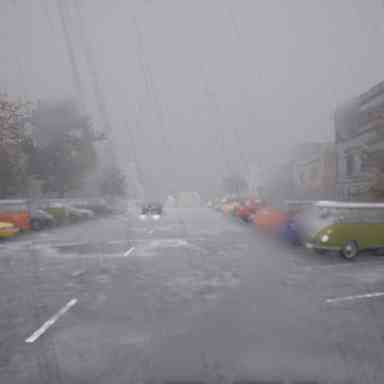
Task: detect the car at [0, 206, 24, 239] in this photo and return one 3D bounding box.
[{"bbox_3d":[-11.239,1.646,15.783,5.366,1.575,1.946,-1,-1,-20],"label":"car"}]

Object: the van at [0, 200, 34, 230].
[{"bbox_3d":[-11.526,1.460,18.622,4.442,1.987,1.878,-1,0,-20],"label":"van"}]

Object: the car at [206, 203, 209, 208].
[{"bbox_3d":[6.414,2.715,71.455,5.366,1.575,1.946,2,-3,-20],"label":"car"}]

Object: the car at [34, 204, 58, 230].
[{"bbox_3d":[-11.414,1.759,21.602,4.674,1.452,2.002,-1,0,-20],"label":"car"}]

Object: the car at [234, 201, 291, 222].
[{"bbox_3d":[6.423,1.704,30.360,4.553,1.767,2.185,1,-1,-20],"label":"car"}]

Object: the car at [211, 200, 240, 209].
[{"bbox_3d":[6.299,2.355,62.622,4.892,1.521,2.231,2,-3,-20],"label":"car"}]

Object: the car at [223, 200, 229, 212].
[{"bbox_3d":[6.349,1.941,36.215,4.792,1.488,2.163,1,-1,-20],"label":"car"}]

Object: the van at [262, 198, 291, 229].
[{"bbox_3d":[6.510,1.458,18.670,4.442,1.987,1.878,1,-1,-20],"label":"van"}]

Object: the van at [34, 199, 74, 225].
[{"bbox_3d":[-11.316,1.530,24.598,4.442,1.987,1.878,-1,-1,-20],"label":"van"}]

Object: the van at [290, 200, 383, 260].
[{"bbox_3d":[6.300,1.387,12.715,4.442,1.987,1.878,1,0,-20],"label":"van"}]

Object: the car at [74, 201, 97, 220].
[{"bbox_3d":[-11.431,1.874,30.440,4.674,1.452,2.002,-1,-1,-20],"label":"car"}]

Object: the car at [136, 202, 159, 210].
[{"bbox_3d":[-11.743,3.674,88.167,5.566,2.045,2.435,1,-5,-21],"label":"car"}]

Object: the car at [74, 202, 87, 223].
[{"bbox_3d":[-11.425,1.835,27.495,4.674,1.452,2.002,-1,-1,-20],"label":"car"}]

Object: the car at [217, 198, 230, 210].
[{"bbox_3d":[6.549,2.041,45.081,5.366,1.575,1.946,1,-1,-20],"label":"car"}]

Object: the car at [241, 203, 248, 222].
[{"bbox_3d":[6.395,1.793,24.486,4.674,1.452,2.002,1,-1,-20],"label":"car"}]

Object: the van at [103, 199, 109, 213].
[{"bbox_3d":[-11.326,1.690,36.373,4.442,1.987,1.878,0,-1,-20],"label":"van"}]

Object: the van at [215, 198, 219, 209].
[{"bbox_3d":[6.256,1.900,50.843,4.442,1.987,1.878,1,-1,-20],"label":"van"}]

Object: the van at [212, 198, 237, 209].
[{"bbox_3d":[6.399,2.232,65.592,4.442,1.987,1.878,2,-3,-20],"label":"van"}]

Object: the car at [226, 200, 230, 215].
[{"bbox_3d":[6.377,1.871,33.289,4.892,1.521,2.231,1,-1,-20],"label":"car"}]

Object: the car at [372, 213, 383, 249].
[{"bbox_3d":[6.442,1.429,6.898,4.553,1.767,2.185,1,0,-20],"label":"car"}]

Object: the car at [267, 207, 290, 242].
[{"bbox_3d":[6.395,1.647,15.690,5.008,1.535,2.097,1,-1,-20],"label":"car"}]

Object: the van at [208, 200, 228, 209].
[{"bbox_3d":[6.267,3.030,80.207,4.442,1.987,1.878,2,-5,-21],"label":"van"}]

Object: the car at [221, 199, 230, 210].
[{"bbox_3d":[6.553,1.954,39.220,5.366,1.575,1.946,1,-1,-20],"label":"car"}]

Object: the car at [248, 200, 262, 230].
[{"bbox_3d":[6.368,1.590,21.550,4.553,1.767,2.185,1,-1,-20],"label":"car"}]

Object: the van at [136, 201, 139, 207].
[{"bbox_3d":[-11.574,3.209,82.223,4.442,1.987,1.878,1,-4,-21],"label":"van"}]

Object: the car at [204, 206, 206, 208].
[{"bbox_3d":[6.194,3.050,77.226,5.008,1.535,2.097,2,-4,-21],"label":"car"}]

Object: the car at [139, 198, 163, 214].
[{"bbox_3d":[-5.039,1.768,42.863,2.150,2.045,5.566,0,-1,0],"label":"car"}]

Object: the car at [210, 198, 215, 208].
[{"bbox_3d":[6.179,2.165,53.755,5.366,1.575,1.946,1,-1,-20],"label":"car"}]

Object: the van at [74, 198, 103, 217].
[{"bbox_3d":[-11.539,1.650,33.340,4.442,1.987,1.878,-1,-1,-20],"label":"van"}]

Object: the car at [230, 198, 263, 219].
[{"bbox_3d":[6.419,1.540,27.439,5.566,2.045,2.435,1,-1,-20],"label":"car"}]
